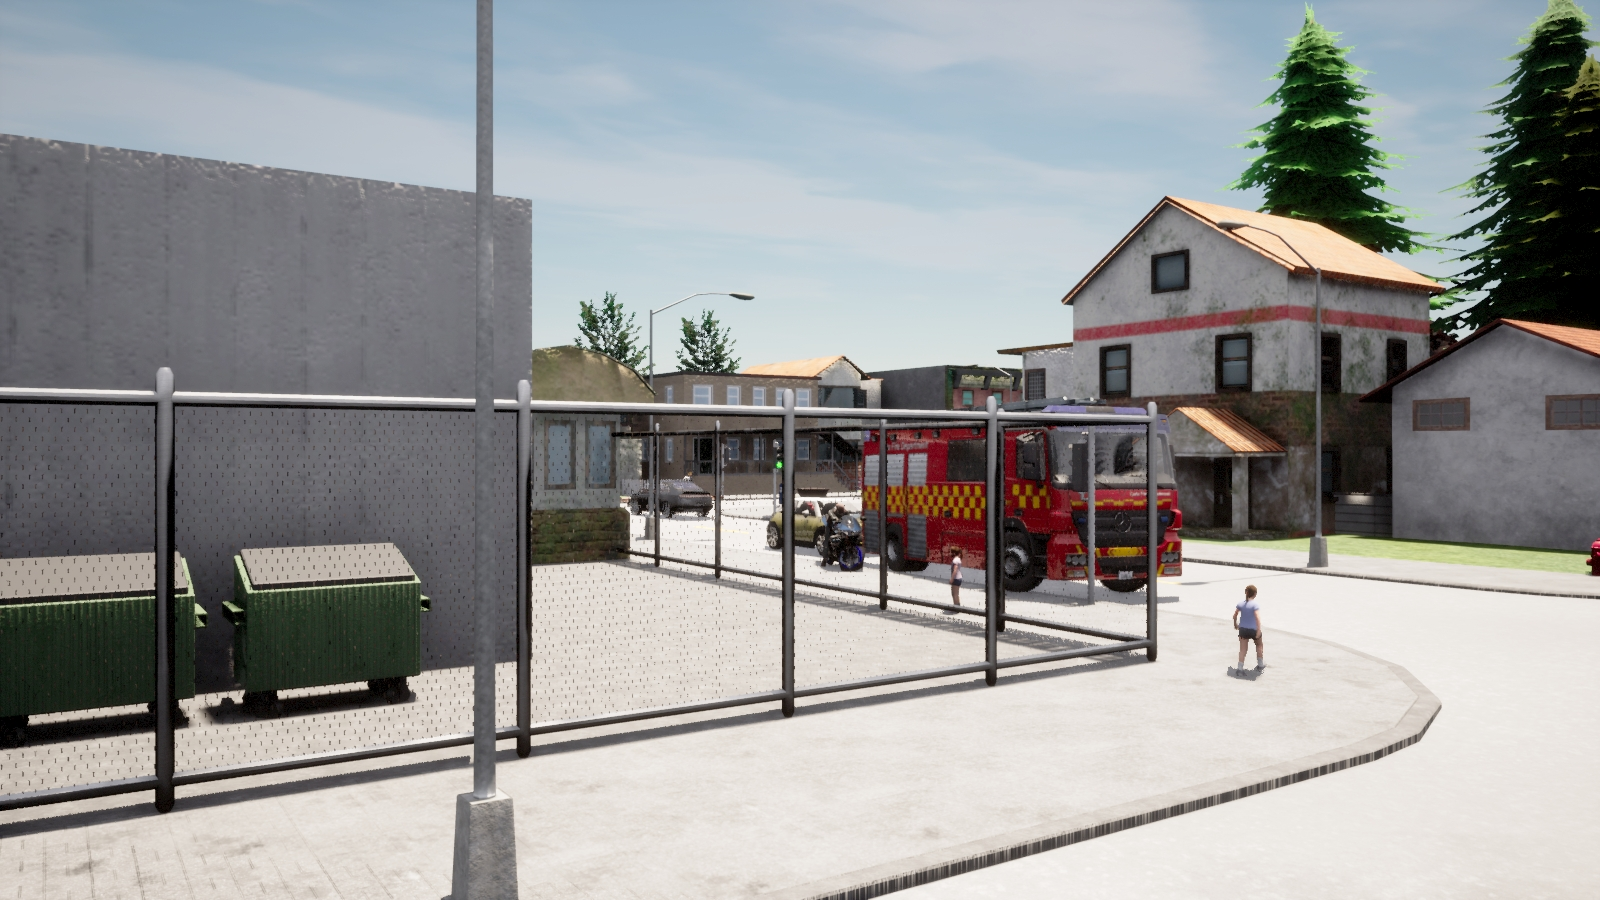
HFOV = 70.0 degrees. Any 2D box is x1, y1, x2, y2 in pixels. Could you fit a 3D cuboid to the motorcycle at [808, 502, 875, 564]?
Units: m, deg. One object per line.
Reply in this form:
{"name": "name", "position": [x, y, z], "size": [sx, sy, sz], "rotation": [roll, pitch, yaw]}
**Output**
{"name": "motorcycle", "position": [0.923, 1.872, 26.186], "size": [0.867, 1.251, 2.209], "rotation": [0, 0, -17]}

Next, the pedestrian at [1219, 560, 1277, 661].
{"name": "pedestrian", "position": [5.348, 1.896, 13.627], "size": [0.500, 1.100, 0.500], "rotation": [0, 0, 42]}

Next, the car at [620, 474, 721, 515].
{"name": "car", "position": [-5.504, 1.828, 47.986], "size": [2.128, 1.511, 4.902], "rotation": [0, 0, -35]}

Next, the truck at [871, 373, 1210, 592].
{"name": "truck", "position": [4.627, 0.674, 24.445], "size": [2.891, 3.827, 8.468], "rotation": [1, -1, -22]}

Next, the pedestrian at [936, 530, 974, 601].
{"name": "pedestrian", "position": [2.570, 1.895, 18.880], "size": [0.500, 1.100, 0.500], "rotation": [0, 0, 24]}

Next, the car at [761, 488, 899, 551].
{"name": "car", "position": [0.752, 1.845, 31.311], "size": [1.970, 1.475, 3.806], "rotation": [0, 0, -33]}

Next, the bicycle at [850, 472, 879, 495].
{"name": "bicycle", "position": [3.714, 1.940, 65.827], "size": [1.835, 1.271, 0.329], "rotation": [0, 0, -33]}
